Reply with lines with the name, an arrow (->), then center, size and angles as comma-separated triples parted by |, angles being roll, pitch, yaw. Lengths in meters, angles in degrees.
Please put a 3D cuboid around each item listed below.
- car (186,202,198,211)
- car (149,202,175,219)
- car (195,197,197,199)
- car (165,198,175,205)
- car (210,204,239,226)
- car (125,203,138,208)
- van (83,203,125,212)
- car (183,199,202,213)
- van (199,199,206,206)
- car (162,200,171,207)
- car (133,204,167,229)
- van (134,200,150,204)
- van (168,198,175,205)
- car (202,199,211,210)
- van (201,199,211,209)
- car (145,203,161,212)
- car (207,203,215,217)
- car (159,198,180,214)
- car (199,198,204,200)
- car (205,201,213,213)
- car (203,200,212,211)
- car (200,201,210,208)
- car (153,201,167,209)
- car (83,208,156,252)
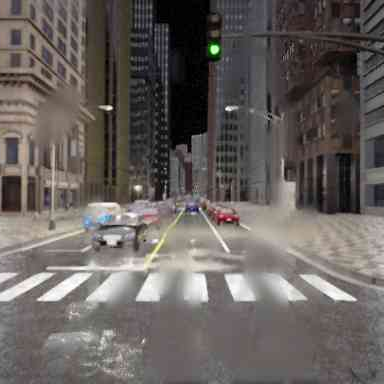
car -> 0.006, 2.389, 56.868 | 1.994, 1.385, 4.181 | 0, -1, 0
car -> -3.088, 2.036, 34.221 | 1.994, 1.385, 4.181 | 0, -1, 0
car -> 2.769, 2.696, 93.458 | 2.192, 1.841, 5.009 | 0, -1, 0
car -> -5.761, 2.557, 87.947 | 2.192, 1.841, 5.009 | 0, -1, 0
car -> 2.782, 1.954, 27.156 | 1.887, 1.381, 4.507 | 0, -1, 0
car -> -5.773, 1.897, 27.176 | 1.887, 1.381, 4.507 | 0, -1, 0
van -> -5.773, 1.613, 21.654 | 1.690, 1.788, 3.998 | 0, -1, 0
car -> 0.006, 2.150, 46.451 | 1.882, 1.535, 5.008 | 0, -1, 0
van -> 2.770, 2.640, 87.932 | 1.690, 1.788, 3.998 | 0, -1, 0
car -> -5.764, 2.603, 76.725 | 1.752, 1.417, 4.829 | 0, -1, 0
car -> -3.089, 1.854, 24.303 | 1.812, 1.442, 4.674 | 0, -1, 0
van -> -5.771, 1.854, 38.227 | 1.690, 1.788, 3.998 | 0, -1, 0
van -> -5.760, 2.665, 93.471 | 1.690, 1.788, 3.998 | 0, -1, 0
car -> 2.776, 2.357, 54.781 | 1.887, 1.381, 4.507 | 0, -1, 0
van -> 2.775, 2.316, 65.833 | 1.690, 1.788, 3.998 | 0, -1, 0
car -> -5.769, 2.257, 49.273 | 1.802, 1.307, 4.206 | 0, -1, 0
car -> 2.780, 2.034, 32.681 | 1.887, 1.381, 4.507 | 0, -1, 0
car -> -3.048, 1.978, 44.612 | 2.097, 1.767, 4.553 | 0, -1, 0
car -> 2.776, 2.209, 60.309 | 2.192, 1.841, 5.009 | 0, -1, 0
car -> 2.779, 2.114, 38.206 | 1.887, 1.381, 4.507 | 0, -1, 0
car -> 2.778, 2.179, 43.901 | 1.752, 1.417, 4.829 | 0, -1, 0
car -> 2.773, 2.606, 71.355 | 2.008, 1.369, 4.403 | 0, -1, 0
car -> -5.767, 2.387, 60.322 | 2.008, 1.369, 4.403 | 0, -1, 0
car -> -3.076, 1.688, 15.062 | 2.128, 1.511, 4.902 | 0, -1, -1
